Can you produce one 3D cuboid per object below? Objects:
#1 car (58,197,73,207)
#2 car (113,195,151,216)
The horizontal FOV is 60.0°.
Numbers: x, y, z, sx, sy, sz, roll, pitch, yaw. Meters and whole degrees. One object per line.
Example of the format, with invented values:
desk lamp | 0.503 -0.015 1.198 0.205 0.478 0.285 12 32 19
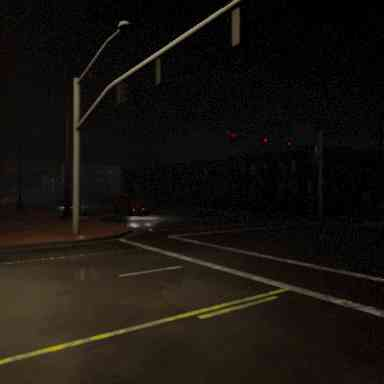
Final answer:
car | -20.523 1.577 54.308 1.837 1.490 4.892 0 -1 -35
car | -6.301 1.291 34.381 2.150 2.045 5.566 0 0 -36
